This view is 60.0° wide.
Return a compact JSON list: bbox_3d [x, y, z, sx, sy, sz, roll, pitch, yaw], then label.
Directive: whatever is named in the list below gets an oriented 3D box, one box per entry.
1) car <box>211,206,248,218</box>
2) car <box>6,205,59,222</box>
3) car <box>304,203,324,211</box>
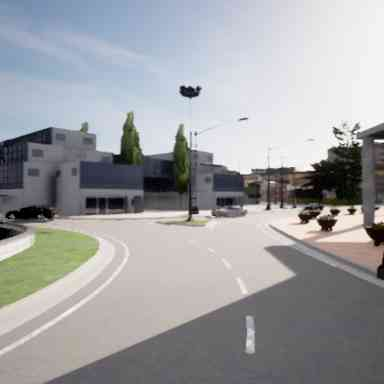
[{"bbox_3d":[4.332,2.258,38.171,4.718,1.301,1.895,1,-1,-43],"label":"car"},{"bbox_3d":[-15.444,2.059,32.213,4.892,1.490,1.837,0,-1,6],"label":"car"},{"bbox_3d":[20.289,2.513,55.156,1.994,1.385,4.181,-1,-1,43],"label":"car"}]
